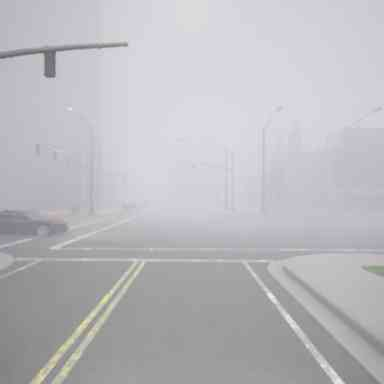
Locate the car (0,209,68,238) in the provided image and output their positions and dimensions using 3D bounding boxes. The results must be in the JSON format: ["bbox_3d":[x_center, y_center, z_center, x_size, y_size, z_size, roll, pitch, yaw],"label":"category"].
[{"bbox_3d":[-9.631,1.770,18.813,5.008,1.535,1.882,1,-1,0],"label":"car"}]
